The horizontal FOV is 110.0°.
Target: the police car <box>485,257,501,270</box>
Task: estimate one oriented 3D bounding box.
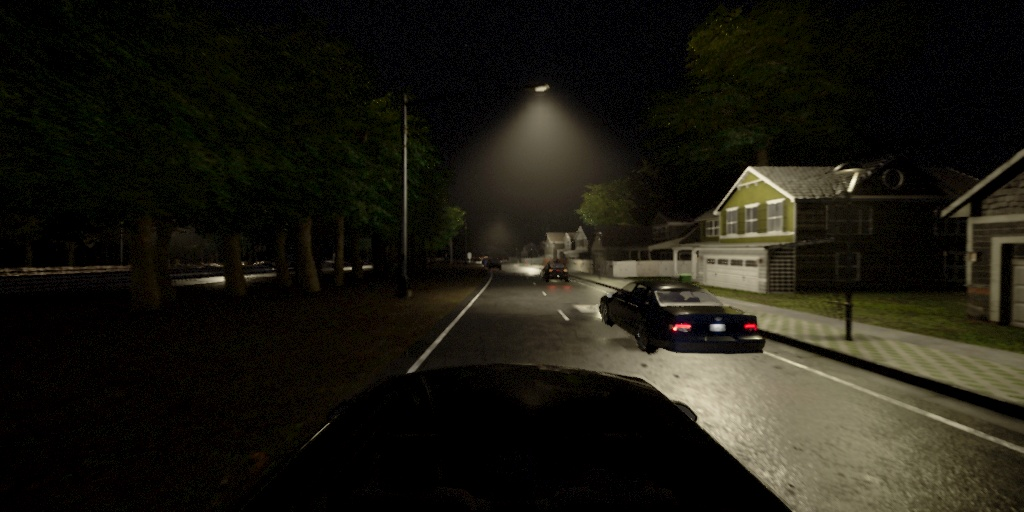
[{"bbox_3d":[-2.694,1.295,55.518,1.930,1.638,5.238,0,0,-5],"label":"police car"}]

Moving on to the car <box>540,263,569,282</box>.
[{"bbox_3d":[3.449,1.316,29.429,2.128,1.511,4.902,0,0,-1],"label":"car"}]

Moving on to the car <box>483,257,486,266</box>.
[{"bbox_3d":[-3.747,1.368,65.370,1.837,1.490,4.892,0,0,-7],"label":"car"}]

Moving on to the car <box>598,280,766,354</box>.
[{"bbox_3d":[3.598,1.304,8.785,2.033,1.411,5.357,0,0,0],"label":"car"}]
